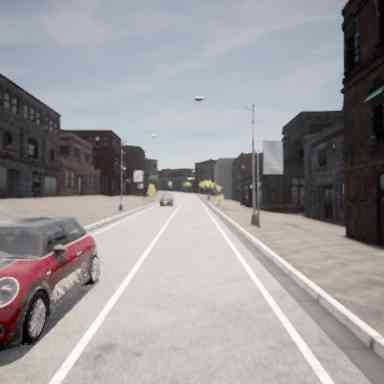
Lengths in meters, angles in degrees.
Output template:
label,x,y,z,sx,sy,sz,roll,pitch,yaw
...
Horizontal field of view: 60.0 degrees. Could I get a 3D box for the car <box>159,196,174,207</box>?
label,x,y,z,sx,sy,sz,roll,pitch,yaw
car,-3.571,1.255,47.180,2.128,1.511,4.902,0,0,0

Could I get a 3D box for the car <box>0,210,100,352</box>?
label,x,y,z,sx,sy,sz,roll,pitch,yaw
car,-3.309,1.320,6.287,2.097,1.767,4.553,0,0,0
